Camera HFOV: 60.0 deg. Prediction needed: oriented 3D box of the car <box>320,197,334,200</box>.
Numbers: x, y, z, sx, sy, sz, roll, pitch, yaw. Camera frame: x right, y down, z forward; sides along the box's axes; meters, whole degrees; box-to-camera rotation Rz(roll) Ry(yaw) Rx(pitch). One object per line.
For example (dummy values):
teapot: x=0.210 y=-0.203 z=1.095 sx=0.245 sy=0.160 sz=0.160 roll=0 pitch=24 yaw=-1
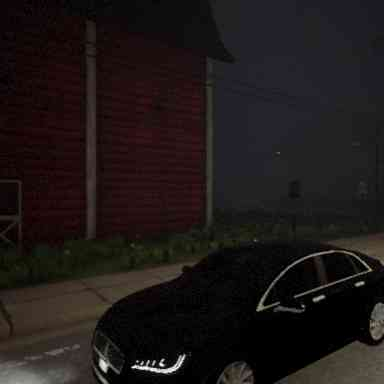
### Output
car: x=22.562 y=1.487 z=55.711 sx=3.905 sy=1.438 sz=1.784 roll=0 pitch=0 yaw=-36

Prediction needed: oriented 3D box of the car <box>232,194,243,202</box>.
car: x=9.037 y=1.277 z=73.667 sx=4.605 sy=1.855 sz=1.932 roll=0 pitch=0 yaw=-36

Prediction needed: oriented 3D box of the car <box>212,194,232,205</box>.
car: x=4.452 y=1.289 z=57.589 sx=3.866 sy=1.878 sz=1.905 roll=0 pitch=0 yaw=-36

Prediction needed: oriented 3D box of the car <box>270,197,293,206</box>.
car: x=12.935 y=1.481 z=47.094 sx=4.193 sy=1.474 sz=1.816 roll=0 pitch=0 yaw=-36

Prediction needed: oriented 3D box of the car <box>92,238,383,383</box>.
car: x=1.078 y=1.503 z=4.777 sx=4.892 sy=1.490 sz=1.837 roll=0 pitch=0 yaw=-36
